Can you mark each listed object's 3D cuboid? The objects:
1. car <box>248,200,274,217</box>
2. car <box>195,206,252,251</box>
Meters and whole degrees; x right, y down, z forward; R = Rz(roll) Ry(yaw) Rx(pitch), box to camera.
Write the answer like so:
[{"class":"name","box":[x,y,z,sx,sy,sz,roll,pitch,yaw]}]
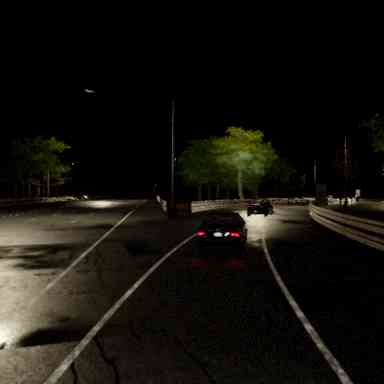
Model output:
[{"class":"car","box":[6.578,1.535,31.778,2.128,1.511,4.902,0,0,22]},{"class":"car","box":[1.395,1.561,14.307,2.033,1.411,5.357,0,0,11]}]
